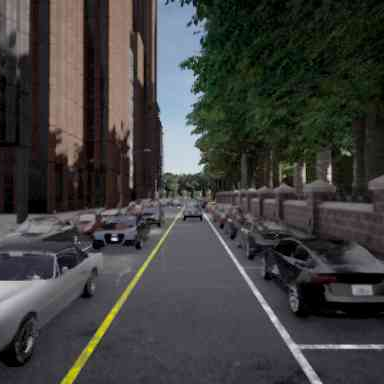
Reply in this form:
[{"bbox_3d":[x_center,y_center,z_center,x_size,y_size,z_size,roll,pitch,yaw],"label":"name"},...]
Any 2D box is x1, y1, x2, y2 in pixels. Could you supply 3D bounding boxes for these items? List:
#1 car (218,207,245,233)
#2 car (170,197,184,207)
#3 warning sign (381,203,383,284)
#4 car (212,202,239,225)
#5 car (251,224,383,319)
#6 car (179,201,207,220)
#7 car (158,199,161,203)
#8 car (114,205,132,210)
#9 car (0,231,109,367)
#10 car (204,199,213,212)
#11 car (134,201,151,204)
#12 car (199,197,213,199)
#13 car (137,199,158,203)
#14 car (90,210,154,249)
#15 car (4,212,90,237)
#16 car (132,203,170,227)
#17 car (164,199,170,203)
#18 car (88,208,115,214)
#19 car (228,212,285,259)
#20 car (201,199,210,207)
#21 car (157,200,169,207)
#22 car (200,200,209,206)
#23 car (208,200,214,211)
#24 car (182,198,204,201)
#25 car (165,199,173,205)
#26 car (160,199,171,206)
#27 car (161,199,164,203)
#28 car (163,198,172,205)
[{"bbox_3d":[2.756,1.744,18.380,2.008,1.369,4.403,0,-1,0],"label":"car"},{"bbox_3d":[-3.034,2.209,64.558,1.812,1.442,4.674,0,-1,0],"label":"car"},{"bbox_3d":[5.064,1.192,7.216,1.300,1.860,1.060,0,-1,0],"label":"warning sign"},{"bbox_3d":[2.754,1.690,23.837,1.967,1.590,4.097,0,-1,0],"label":"car"},{"bbox_3d":[2.760,1.645,7.467,1.947,1.339,4.313,0,-1,0],"label":"car"},{"bbox_3d":[0.093,1.875,31.324,2.033,1.411,5.357,0,-1,0],"label":"car"},{"bbox_3d":[-5.778,2.023,45.654,1.887,1.381,4.507,0,-1,0],"label":"car"},{"bbox_3d":[-5.771,1.831,23.827,1.802,1.307,4.206,0,-1,0],"label":"car"},{"bbox_3d":[-3.102,1.665,5.995,1.895,1.301,4.718,0,-1,0],"label":"car"},{"bbox_3d":[2.747,2.006,45.831,1.752,1.417,4.829,0,-1,0],"label":"car"},{"bbox_3d":[-5.775,1.945,34.740,1.802,1.307,4.206,0,-1,0],"label":"car"},{"bbox_3d":[2.743,1.913,56.576,2.192,1.841,5.009,0,-1,0],"label":"car"},{"bbox_3d":[-5.776,1.735,40.200,2.192,1.841,5.009,0,-1,0],"label":"car"},{"bbox_3d":[-3.098,1.724,15.275,1.994,1.385,4.181,0,-1,0],"label":"car"},{"bbox_3d":[-5.768,1.686,12.913,2.008,1.369,4.403,0,-1,0],"label":"car"},{"bbox_3d":[-3.064,1.814,25.418,2.033,1.411,5.357,0,-1,0],"label":"car"},{"bbox_3d":[-5.784,2.097,62.025,1.967,1.590,4.097,0,-1,0],"label":"car"},{"bbox_3d":[-5.769,1.774,18.370,1.802,1.307,4.206,0,-1,0],"label":"car"},{"bbox_3d":[2.758,1.687,12.924,2.008,1.369,4.403,0,-1,0],"label":"car"},{"bbox_3d":[2.740,2.244,67.656,1.752,1.417,4.829,0,-1,0],"label":"car"},{"bbox_3d":[-5.785,2.268,67.481,2.008,1.369,4.403,0,-1,0],"label":"car"},{"bbox_3d":[2.738,2.343,72.942,1.947,1.339,4.313,0,-1,0],"label":"car"},{"bbox_3d":[2.752,1.747,29.294,1.967,1.590,4.097,0,-1,0],"label":"car"},{"bbox_3d":[0.083,1.961,44.754,2.128,1.511,4.902,0,-1,0],"label":"car"},{"bbox_3d":[-5.791,2.421,83.681,1.752,1.417,4.829,0,-1,0],"label":"car"},{"bbox_3d":[-5.787,2.321,72.938,1.887,1.381,4.507,0,-1,0],"label":"car"},{"bbox_3d":[-5.780,2.082,51.111,1.887,1.381,4.507,0,-1,0],"label":"car"},{"bbox_3d":[-5.789,2.277,78.396,1.967,1.590,4.097,0,-1,0],"label":"car"}]
